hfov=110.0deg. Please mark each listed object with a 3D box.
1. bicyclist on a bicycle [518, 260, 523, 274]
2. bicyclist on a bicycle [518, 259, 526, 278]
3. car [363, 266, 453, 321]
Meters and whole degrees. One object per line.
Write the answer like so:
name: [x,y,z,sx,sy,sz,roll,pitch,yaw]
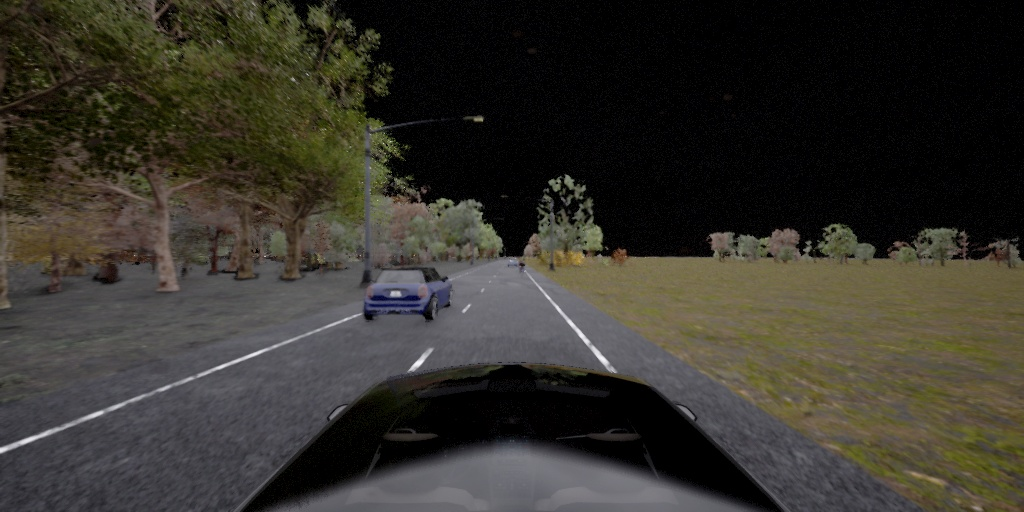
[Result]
bicyclist on a bicycle: [0.992,1.250,42.663,0.582,1.620,1.656,0,0,0]
bicyclist on a bicycle: [0.986,1.157,34.099,0.659,1.776,1.843,0,0,0]
car: [-3.395,1.115,12.597,2.097,1.767,4.553,0,0,0]
